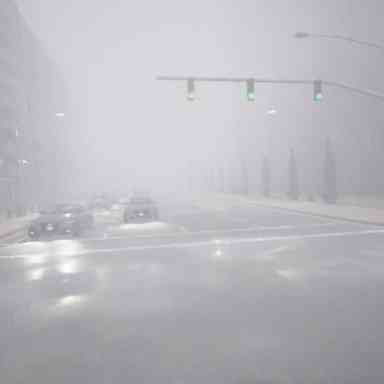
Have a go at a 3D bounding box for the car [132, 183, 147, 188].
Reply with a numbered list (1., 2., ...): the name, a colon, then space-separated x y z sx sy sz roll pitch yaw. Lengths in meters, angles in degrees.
1. car: -8.513 -0.541 54.100 2.150 2.045 5.566 -2 2 -9

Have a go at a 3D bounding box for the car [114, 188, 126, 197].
1. car: -13.108 0.103 60.944 1.812 1.442 4.674 -2 2 -9

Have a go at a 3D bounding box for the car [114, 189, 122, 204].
1. car: -9.549 0.637 38.427 1.837 1.490 4.892 -2 2 -9

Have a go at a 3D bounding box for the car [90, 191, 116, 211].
1. car: -8.305 0.893 29.950 2.033 1.411 5.357 -2 2 -9

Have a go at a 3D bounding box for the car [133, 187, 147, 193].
1. car: -6.182 0.544 38.924 2.033 1.411 5.357 -2 2 -9

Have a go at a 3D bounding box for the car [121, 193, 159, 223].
1. car: -3.175 1.013 20.436 1.994 1.385 4.181 -2 2 -10

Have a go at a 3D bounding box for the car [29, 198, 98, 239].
1. car: -5.980 1.262 15.579 1.994 1.385 4.181 -2 2 -5

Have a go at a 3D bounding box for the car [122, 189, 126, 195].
1. car: -11.857 0.338 53.003 1.994 1.385 4.181 -2 2 -9
